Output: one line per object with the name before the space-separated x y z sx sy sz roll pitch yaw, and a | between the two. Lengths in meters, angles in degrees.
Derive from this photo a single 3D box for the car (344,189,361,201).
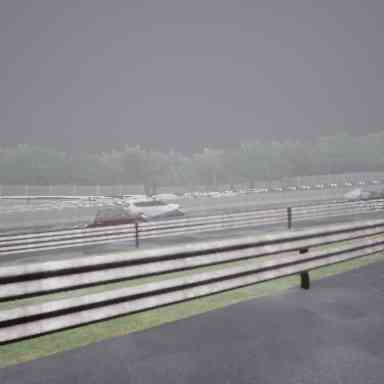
car | 20.580 0.312 40.242 4.674 1.442 1.812 -4 2 -21

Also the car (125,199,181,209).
car | -3.648 1.650 30.780 5.566 2.045 2.150 -4 2 -21

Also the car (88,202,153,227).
car | -5.786 2.059 26.190 4.553 1.767 2.097 -4 2 -21

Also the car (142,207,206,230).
car | -1.116 2.077 24.258 4.181 1.385 1.994 -4 2 -21

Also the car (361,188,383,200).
car | 21.858 0.310 36.983 4.902 1.511 2.128 -4 2 -21
